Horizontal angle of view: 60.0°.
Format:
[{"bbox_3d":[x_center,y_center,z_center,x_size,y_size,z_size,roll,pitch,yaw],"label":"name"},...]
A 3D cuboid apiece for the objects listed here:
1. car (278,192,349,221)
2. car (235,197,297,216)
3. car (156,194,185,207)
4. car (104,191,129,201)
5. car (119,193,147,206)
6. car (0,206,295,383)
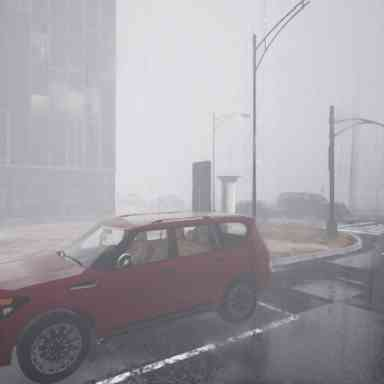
[{"bbox_3d":[8.969,1.039,25.468,2.150,2.045,5.566,0,1,-37],"label":"car"},{"bbox_3d":[4.930,1.328,25.464,2.033,1.411,5.357,0,1,-36],"label":"car"},{"bbox_3d":[-2.754,1.078,41.335,1.837,1.490,4.892,0,1,-36],"label":"car"},{"bbox_3d":[-12.404,0.628,54.545,2.033,1.411,5.357,0,1,-36],"label":"car"},{"bbox_3d":[-7.602,0.872,42.441,2.097,1.767,4.553,0,1,-36],"label":"car"},{"bbox_3d":[-0.818,1.315,5.592,5.009,1.841,2.192,0,0,-35],"label":"car"}]
